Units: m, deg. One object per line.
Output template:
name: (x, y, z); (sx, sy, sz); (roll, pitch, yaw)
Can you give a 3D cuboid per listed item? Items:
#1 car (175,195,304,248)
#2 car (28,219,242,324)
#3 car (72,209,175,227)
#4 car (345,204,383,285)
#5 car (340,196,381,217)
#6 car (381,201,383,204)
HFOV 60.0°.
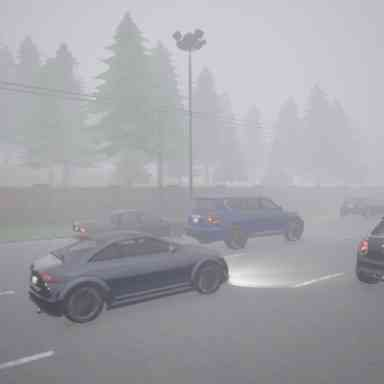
car: (2.320, 1.126, 13.995); (5.566, 2.045, 2.150); (-1, 0, -35)
car: (-1.214, 1.534, 7.181); (4.181, 1.385, 1.994); (-1, 0, -35)
car: (-2.591, 1.486, 14.793); (5.357, 1.411, 2.033); (-1, 0, -35)
car: (5.984, 1.261, 8.013); (4.553, 1.767, 2.097); (-1, 0, -36)
car: (13.802, 1.098, 26.478); (4.553, 1.767, 2.097); (-1, 0, -35)
car: (15.825, 1.098, 23.622); (4.553, 1.767, 2.097); (-1, 0, -35)
